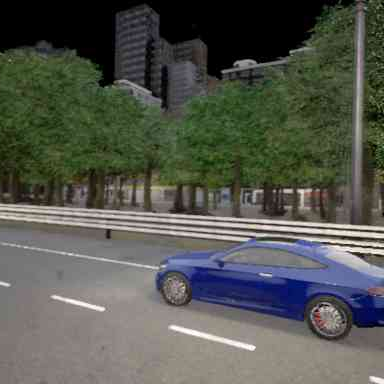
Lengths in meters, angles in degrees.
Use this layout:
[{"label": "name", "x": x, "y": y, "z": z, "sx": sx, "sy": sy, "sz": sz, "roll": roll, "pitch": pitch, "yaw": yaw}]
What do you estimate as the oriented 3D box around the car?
[{"label": "car", "x": 1.464, "y": 1.621, "z": 6.623, "sx": 4.674, "sy": 1.442, "sz": 1.812, "roll": 1, "pitch": 0, "yaw": 29}]
